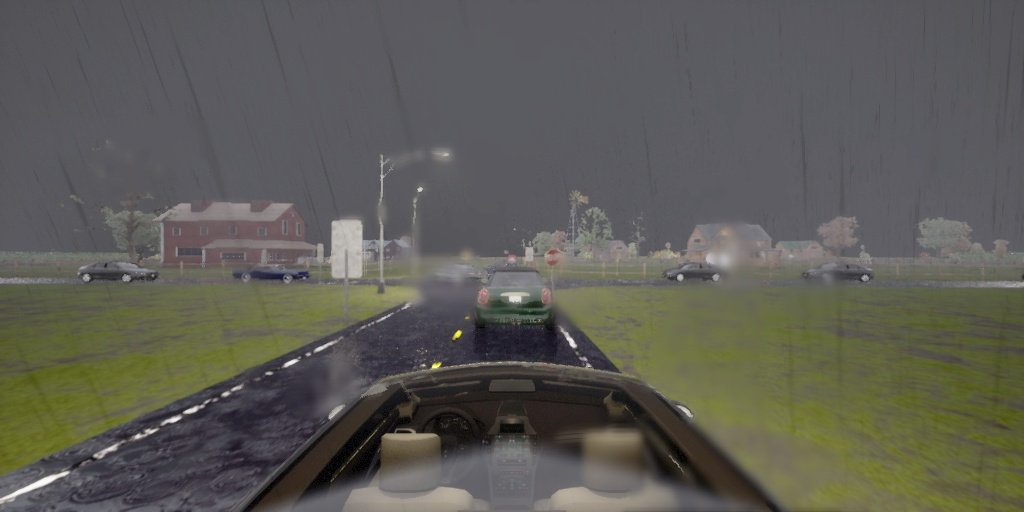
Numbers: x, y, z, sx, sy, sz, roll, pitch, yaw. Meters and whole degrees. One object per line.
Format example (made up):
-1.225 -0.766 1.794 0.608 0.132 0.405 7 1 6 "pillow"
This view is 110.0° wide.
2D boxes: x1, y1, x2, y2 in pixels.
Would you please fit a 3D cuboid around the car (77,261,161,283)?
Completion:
-28.701 1.163 26.256 4.892 1.490 1.837 1 0 0 "car"

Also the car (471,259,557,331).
0.104 1.099 11.069 2.097 1.767 4.553 0 0 0 "car"

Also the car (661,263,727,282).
14.606 1.292 28.859 4.892 1.490 1.837 0 0 0 "car"

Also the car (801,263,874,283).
26.041 1.336 28.768 4.892 1.490 1.837 0 0 0 "car"

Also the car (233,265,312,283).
-17.339 1.292 26.163 4.718 1.301 1.895 0 0 1 "car"

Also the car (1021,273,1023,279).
43.950 1.422 28.575 4.892 1.490 1.837 1 0 1 "car"

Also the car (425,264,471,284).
-4.151 1.285 26.632 5.357 1.411 2.033 0 0 39 "car"
